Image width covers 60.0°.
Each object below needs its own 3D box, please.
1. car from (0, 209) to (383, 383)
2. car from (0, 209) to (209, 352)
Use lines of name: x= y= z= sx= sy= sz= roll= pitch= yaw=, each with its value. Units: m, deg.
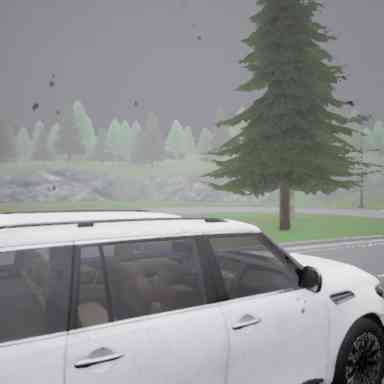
car: x=-0.245 y=1.207 z=3.355 sx=5.566 sy=2.045 sz=2.150 roll=0 pitch=0 yaw=-34
car: x=-2.144 y=1.320 z=6.193 sx=4.553 sy=1.767 sz=2.097 roll=0 pitch=0 yaw=-34
